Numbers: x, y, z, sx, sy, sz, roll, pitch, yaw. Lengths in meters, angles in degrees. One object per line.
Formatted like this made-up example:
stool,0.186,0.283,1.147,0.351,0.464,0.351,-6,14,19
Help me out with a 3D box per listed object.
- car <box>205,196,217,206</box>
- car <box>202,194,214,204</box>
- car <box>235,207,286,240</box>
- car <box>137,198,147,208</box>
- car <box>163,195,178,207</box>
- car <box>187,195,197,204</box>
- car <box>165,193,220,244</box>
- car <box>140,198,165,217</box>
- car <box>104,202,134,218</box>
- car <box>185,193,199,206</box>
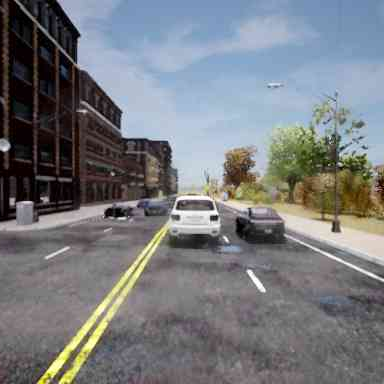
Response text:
car,3.250,1.527,57.571,1.882,1.535,5.008,0,0,0
car,3.249,1.397,67.963,2.097,1.767,4.553,0,0,0
car,3.347,1.504,16.966,2.128,1.511,4.902,0,0,0
car,-6.583,1.603,47.392,1.994,1.385,4.181,0,0,0
car,-3.314,1.395,51.934,2.097,1.767,4.553,0,0,0
car,-0.001,1.418,67.964,2.097,1.767,4.553,0,0,0
car,0.119,1.219,16.111,2.150,2.045,5.566,1,0,0
car,-3.348,1.588,31.576,1.994,1.385,4.181,0,0,0
car,-6.599,1.624,30.300,1.895,1.301,4.718,0,0,0
car,0.000,1.271,57.601,2.150,2.045,5.566,0,0,0
